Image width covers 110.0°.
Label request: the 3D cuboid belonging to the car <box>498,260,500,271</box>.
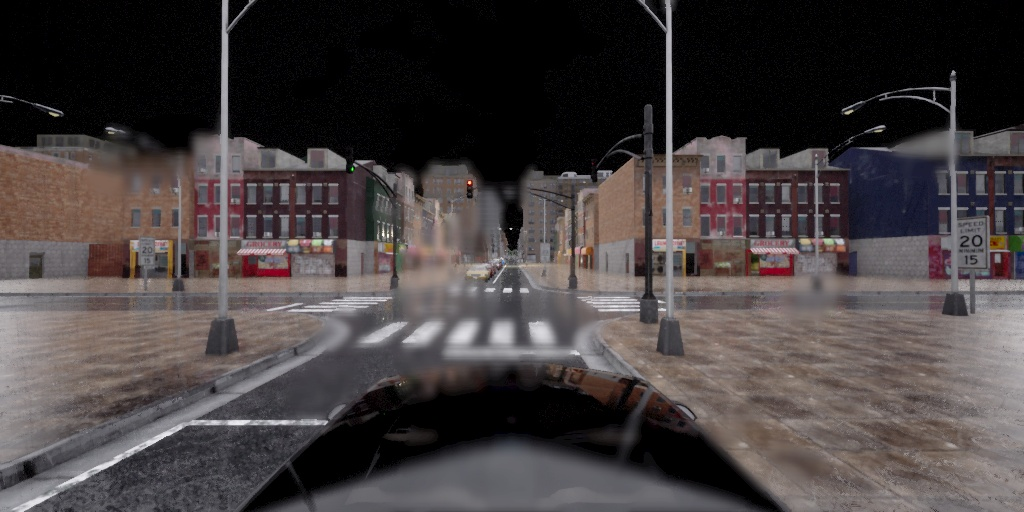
[{"bbox_3d":[-2.639,1.369,40.091,1.802,1.307,4.207,0,0,0],"label":"car"}]

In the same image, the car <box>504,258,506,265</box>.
[{"bbox_3d":[-2.641,1.157,62.512,2.192,1.841,5.009,0,0,0],"label":"car"}]

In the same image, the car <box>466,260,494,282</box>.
[{"bbox_3d":[-2.638,1.294,28.712,1.751,1.417,4.829,0,0,0],"label":"car"}]

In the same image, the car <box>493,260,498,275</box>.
[{"bbox_3d":[-2.638,1.322,34.486,1.888,1.381,4.507,0,0,0],"label":"car"}]

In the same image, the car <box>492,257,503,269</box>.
[{"bbox_3d":[-2.640,1.252,51.302,1.967,1.591,4.097,0,0,0],"label":"car"}]
